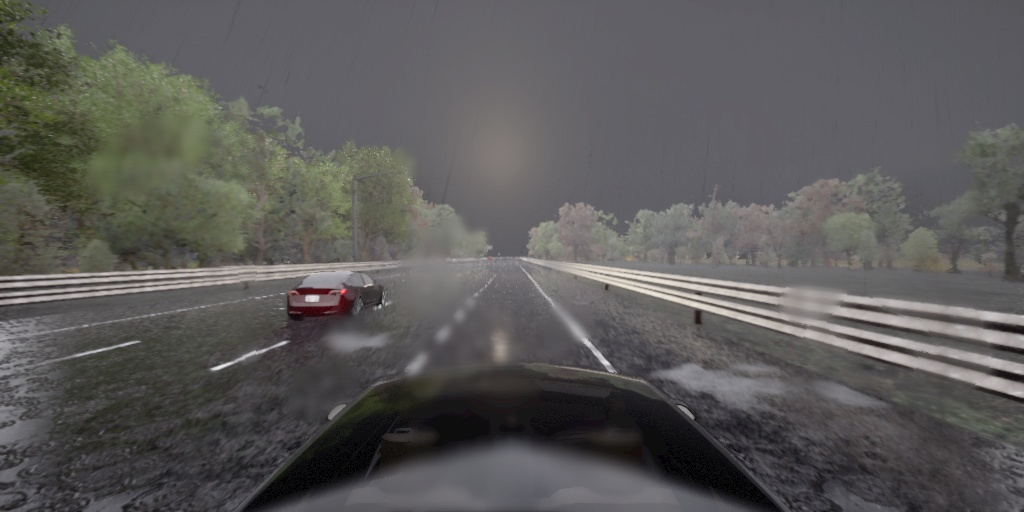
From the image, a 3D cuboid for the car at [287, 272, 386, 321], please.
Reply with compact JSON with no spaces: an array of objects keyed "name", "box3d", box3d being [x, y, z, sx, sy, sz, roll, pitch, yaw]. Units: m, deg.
[{"name":"car","box3d":[-5.937,1.280,12.672,2.163,1.488,4.792,0,0,-5]}]
